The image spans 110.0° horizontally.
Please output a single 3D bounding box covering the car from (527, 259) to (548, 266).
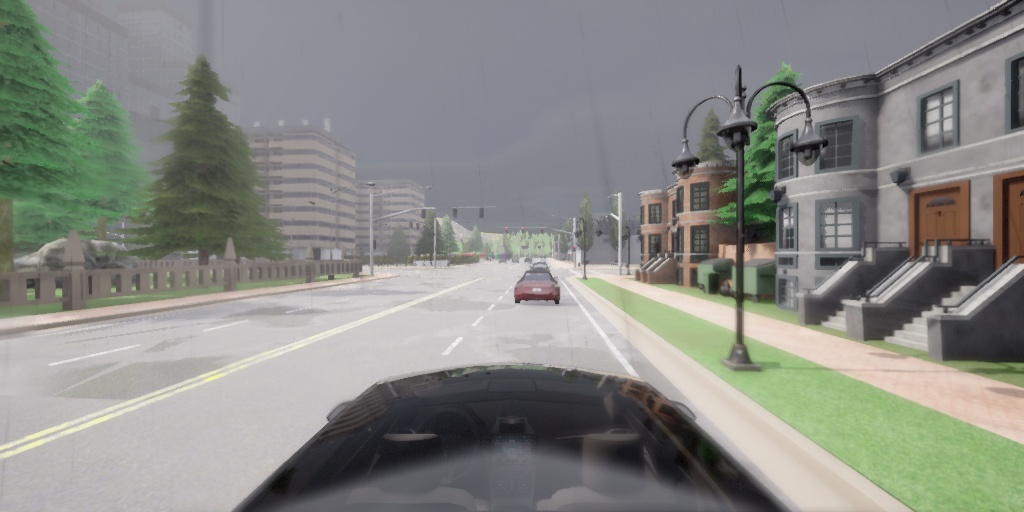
[{"bbox_3d":[2.438,1.280,31.249,1.812,1.442,4.674,0,0,5],"label":"car"}]

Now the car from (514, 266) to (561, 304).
[{"bbox_3d":[1.166,1.319,16.303,1.994,1.385,4.181,0,0,5],"label":"car"}]
